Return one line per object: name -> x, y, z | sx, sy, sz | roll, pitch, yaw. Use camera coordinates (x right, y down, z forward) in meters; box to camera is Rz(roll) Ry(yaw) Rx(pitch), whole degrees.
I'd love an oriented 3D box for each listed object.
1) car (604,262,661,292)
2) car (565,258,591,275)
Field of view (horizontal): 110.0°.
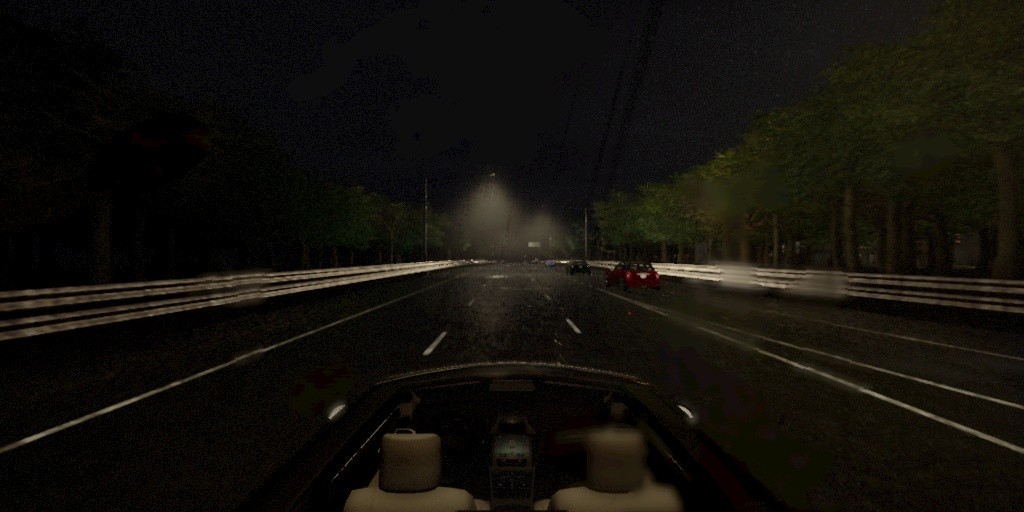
car -> 7.067, 1.109, 21.507 | 2.097, 1.767, 4.553 | 0, 0, -1
car -> 7.003, 1.115, 38.632 | 2.097, 1.767, 4.553 | 0, 0, 0
